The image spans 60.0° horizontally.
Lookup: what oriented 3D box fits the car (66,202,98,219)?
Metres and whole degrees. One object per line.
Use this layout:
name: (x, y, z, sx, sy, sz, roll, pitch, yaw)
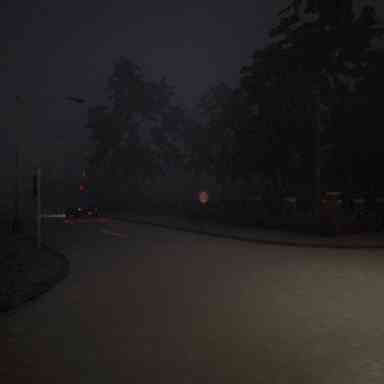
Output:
car: (-9.806, 1.585, 29.535, 1.812, 1.442, 4.674, 0, 0, -35)
